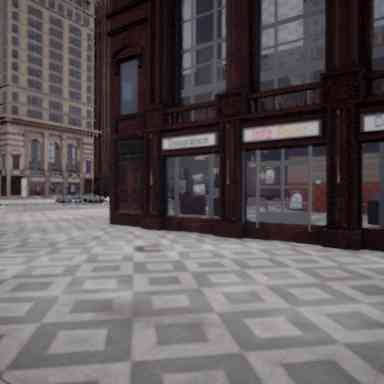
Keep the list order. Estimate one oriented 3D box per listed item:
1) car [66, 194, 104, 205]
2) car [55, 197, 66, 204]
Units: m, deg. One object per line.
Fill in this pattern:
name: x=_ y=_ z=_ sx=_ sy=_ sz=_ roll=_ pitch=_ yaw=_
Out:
car: x=-14.841 y=1.049 z=47.488 sx=2.128 sy=1.511 sz=4.902 roll=0 pitch=0 yaw=35
car: x=-17.518 y=1.090 z=49.322 sx=2.033 sy=1.411 sz=5.357 roll=0 pitch=0 yaw=35
